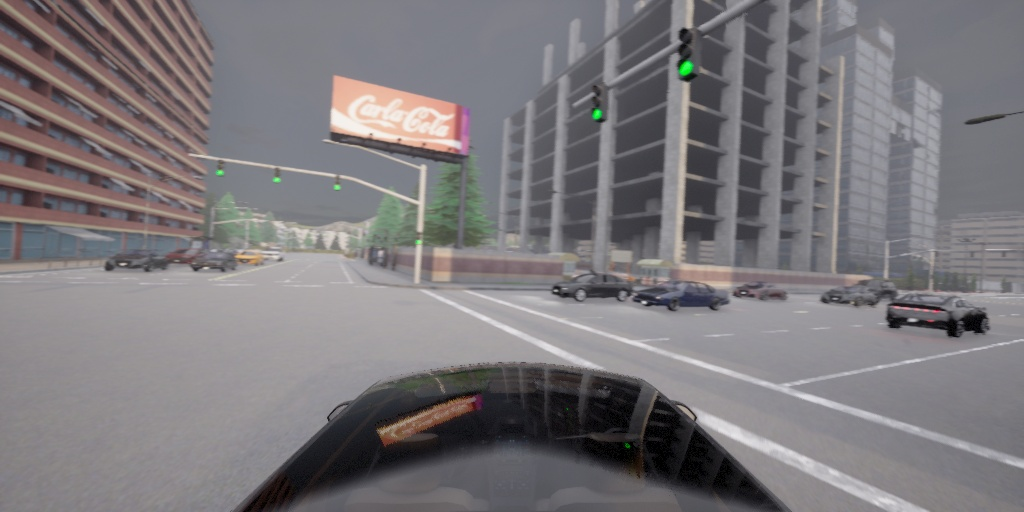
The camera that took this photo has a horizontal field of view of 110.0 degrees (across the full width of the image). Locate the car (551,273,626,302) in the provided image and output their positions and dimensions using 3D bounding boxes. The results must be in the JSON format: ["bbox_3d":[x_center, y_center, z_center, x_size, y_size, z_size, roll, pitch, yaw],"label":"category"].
[{"bbox_3d":[4.500,1.707,19.998,4.892,1.490,1.837,3,-1,-26],"label":"car"}]

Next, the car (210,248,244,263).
[{"bbox_3d":[-33.707,-0.091,42.525,2.128,1.511,4.902,3,-1,-26],"label":"car"}]

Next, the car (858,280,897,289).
[{"bbox_3d":[35.263,3.354,35.012,5.566,2.045,2.150,3,-1,-26],"label":"car"}]

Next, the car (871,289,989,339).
[{"bbox_3d":[17.007,2.310,14.336,4.902,1.511,2.128,4,-1,-26],"label":"car"}]

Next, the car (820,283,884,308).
[{"bbox_3d":[24.270,2.894,25.809,4.181,1.385,1.994,3,-1,-26],"label":"car"}]

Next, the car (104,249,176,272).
[{"bbox_3d":[-24.165,0.268,23.282,1.994,1.385,4.181,3,-1,-26],"label":"car"}]

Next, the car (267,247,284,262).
[{"bbox_3d":[-33.940,-0.275,51.001,2.150,2.045,5.566,3,-1,-26],"label":"car"}]

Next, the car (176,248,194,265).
[{"bbox_3d":[-28.048,0.065,31.091,1.882,1.535,5.008,3,0,-26],"label":"car"}]

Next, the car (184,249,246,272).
[{"bbox_3d":[-22.042,0.407,26.862,2.033,1.411,5.357,3,-1,-26],"label":"car"}]

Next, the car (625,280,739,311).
[{"bbox_3d":[8.652,1.952,18.141,5.357,1.411,2.033,3,-1,-26],"label":"car"}]

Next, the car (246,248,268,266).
[{"bbox_3d":[-27.278,0.179,37.406,1.882,1.535,5.008,3,-1,-26],"label":"car"}]

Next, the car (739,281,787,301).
[{"bbox_3d":[18.631,2.605,26.942,4.181,1.385,1.994,3,-1,-26],"label":"car"}]
